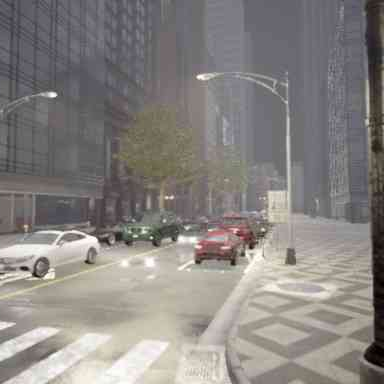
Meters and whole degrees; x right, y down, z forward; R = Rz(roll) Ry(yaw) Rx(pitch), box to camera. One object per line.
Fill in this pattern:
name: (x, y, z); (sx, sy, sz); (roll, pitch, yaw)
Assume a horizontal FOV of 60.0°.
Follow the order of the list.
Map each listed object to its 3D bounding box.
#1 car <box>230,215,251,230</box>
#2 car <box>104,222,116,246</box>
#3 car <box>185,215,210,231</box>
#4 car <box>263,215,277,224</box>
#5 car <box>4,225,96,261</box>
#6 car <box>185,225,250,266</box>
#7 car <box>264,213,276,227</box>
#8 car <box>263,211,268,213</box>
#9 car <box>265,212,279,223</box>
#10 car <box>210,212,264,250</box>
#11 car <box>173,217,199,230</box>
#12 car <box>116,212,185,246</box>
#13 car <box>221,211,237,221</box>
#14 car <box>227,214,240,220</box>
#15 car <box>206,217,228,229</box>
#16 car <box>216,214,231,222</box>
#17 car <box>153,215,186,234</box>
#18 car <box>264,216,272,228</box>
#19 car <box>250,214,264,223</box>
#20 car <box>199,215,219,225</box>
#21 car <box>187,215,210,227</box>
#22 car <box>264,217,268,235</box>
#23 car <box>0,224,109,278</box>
car: (5.745, 3.522, 38.911); (1.837, 1.490, 4.892); (-1, -3, 16)
car: (-5.346, 2.714, 22.175); (1.947, 1.339, 4.313); (-1, -3, 16)
car: (0.284, 3.128, 31.596); (2.128, 1.511, 4.902); (-1, -3, 16)
car: (12.309, 4.293, 52.222); (1.947, 1.339, 4.313); (-1, -3, 16)
car: (-6.925, 2.432, 16.768); (1.947, 1.339, 4.313); (-1, -3, 16)
car: (1.258, 2.305, 14.383); (1.802, 1.307, 4.206); (-1, -3, 16)
car: (9.151, 3.692, 41.413); (1.887, 1.381, 4.507); (-1, -3, 16)
car: (10.731, 3.752, 46.831); (2.192, 1.841, 5.009); (-1, -3, 16)
car: (13.888, 4.334, 57.642); (2.192, 1.841, 5.009); (-1, -3, 16)
car: (2.837, 2.319, 19.803); (2.192, 1.841, 5.009); (-1, -3, 16)
car: (-0.610, 3.585, 38.393); (1.802, 1.307, 4.206); (-1, -3, 16)
car: (-2.536, 2.354, 22.003); (2.150, 2.045, 5.566); (-1, -3, 16)
car: (7.286, 4.770, 65.439); (2.192, 1.841, 5.009); (-1, -3, 16)
car: (8.865, 5.311, 70.832); (1.947, 1.339, 4.313); (-1, -3, 16)
car: (3.183, 3.757, 41.380); (1.895, 1.301, 4.718); (-1, -3, 16)
car: (5.706, 4.708, 60.020); (1.887, 1.381, 4.507); (-1, -3, 16)
car: (-2.189, 3.156, 32.994); (1.967, 1.590, 4.097); (-1, -3, 16)
car: (5.994, 3.138, 30.600); (1.947, 1.339, 4.313); (-1, -3, 16)
car: (11.230, 4.589, 57.686); (1.994, 1.385, 4.181); (-1, -3, 16)
car: (2.548, 4.147, 49.207); (1.947, 1.339, 4.313); (-1, -3, 16)
car: (0.922, 3.808, 43.639); (1.752, 1.417, 4.829); (-1, -3, 16)
car: (4.416, 2.854, 25.195); (1.947, 1.339, 4.313); (-1, -3, 16)
car: (-5.283, 2.167, 12.554); (1.812, 1.442, 4.674); (-1, -3, 16)
